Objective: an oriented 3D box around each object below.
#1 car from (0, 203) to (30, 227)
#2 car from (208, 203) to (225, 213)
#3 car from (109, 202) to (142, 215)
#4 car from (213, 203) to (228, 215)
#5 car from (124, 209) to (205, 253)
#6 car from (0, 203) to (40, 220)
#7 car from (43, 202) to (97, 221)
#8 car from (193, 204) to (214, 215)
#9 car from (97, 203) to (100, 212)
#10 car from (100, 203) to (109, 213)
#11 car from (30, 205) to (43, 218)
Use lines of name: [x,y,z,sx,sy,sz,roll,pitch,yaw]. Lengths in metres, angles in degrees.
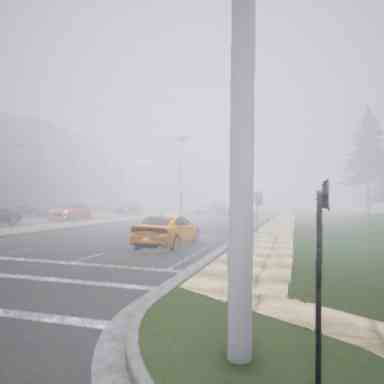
car: [-14.445,1.768,23.617,2.128,1.511,4.902,0,-1,17]
car: [4.329,2.755,57.981,1.837,1.490,4.892,0,-1,17]
car: [-8.392,2.127,43.715,2.097,1.767,4.553,0,-1,17]
car: [4.771,2.561,47.109,1.812,1.442,4.674,0,-1,17]
car: [-1.099,1.786,15.544,1.882,1.535,5.008,0,-1,18]
car: [-18.406,1.948,34.747,1.837,1.490,4.892,0,-1,17]
car: [-11.774,1.848,32.503,2.097,1.767,4.553,0,-1,17]
car: [1.420,2.533,48.120,1.812,1.442,4.674,0,-1,17]
car: [-14.352,2.255,48.179,1.882,1.535,5.008,0,-1,17]
car: [-10.854,2.379,47.656,1.994,1.385,4.181,0,-1,17]
car: [-14.389,2.076,35.958,2.033,1.411,5.357,0,-1,17]
